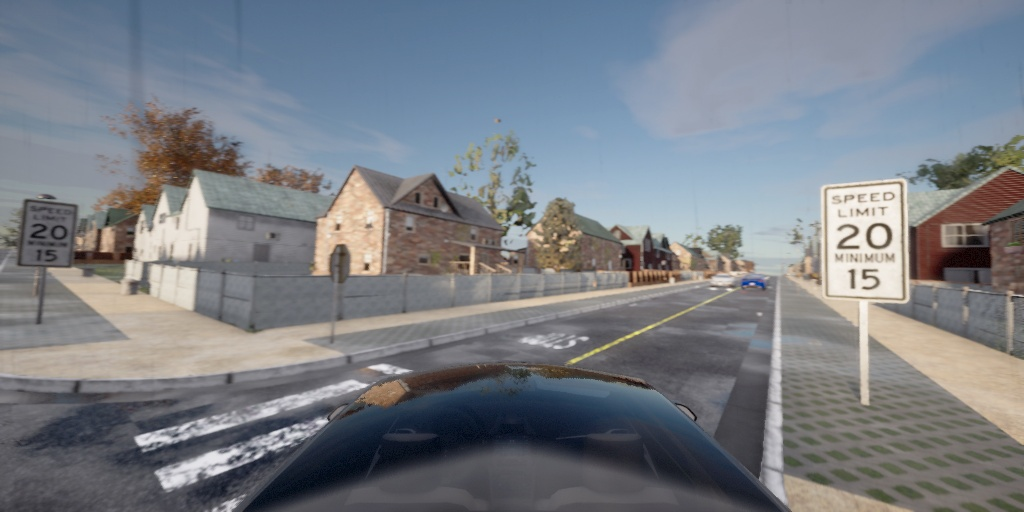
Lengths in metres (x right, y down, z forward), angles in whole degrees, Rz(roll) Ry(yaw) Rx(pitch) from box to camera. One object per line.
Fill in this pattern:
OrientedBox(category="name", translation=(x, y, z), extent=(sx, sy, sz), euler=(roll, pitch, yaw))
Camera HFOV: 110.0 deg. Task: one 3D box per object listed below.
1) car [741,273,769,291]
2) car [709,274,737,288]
OrientedBox(category="car", translation=(23.651, 2.499, 35.017), extent=(1.882, 1.535, 5.008), euler=(0, -2, 37))
OrientedBox(category="car", translation=(22.537, 2.618, 38.229), extent=(1.812, 1.442, 4.674), euler=(0, -2, 37))
